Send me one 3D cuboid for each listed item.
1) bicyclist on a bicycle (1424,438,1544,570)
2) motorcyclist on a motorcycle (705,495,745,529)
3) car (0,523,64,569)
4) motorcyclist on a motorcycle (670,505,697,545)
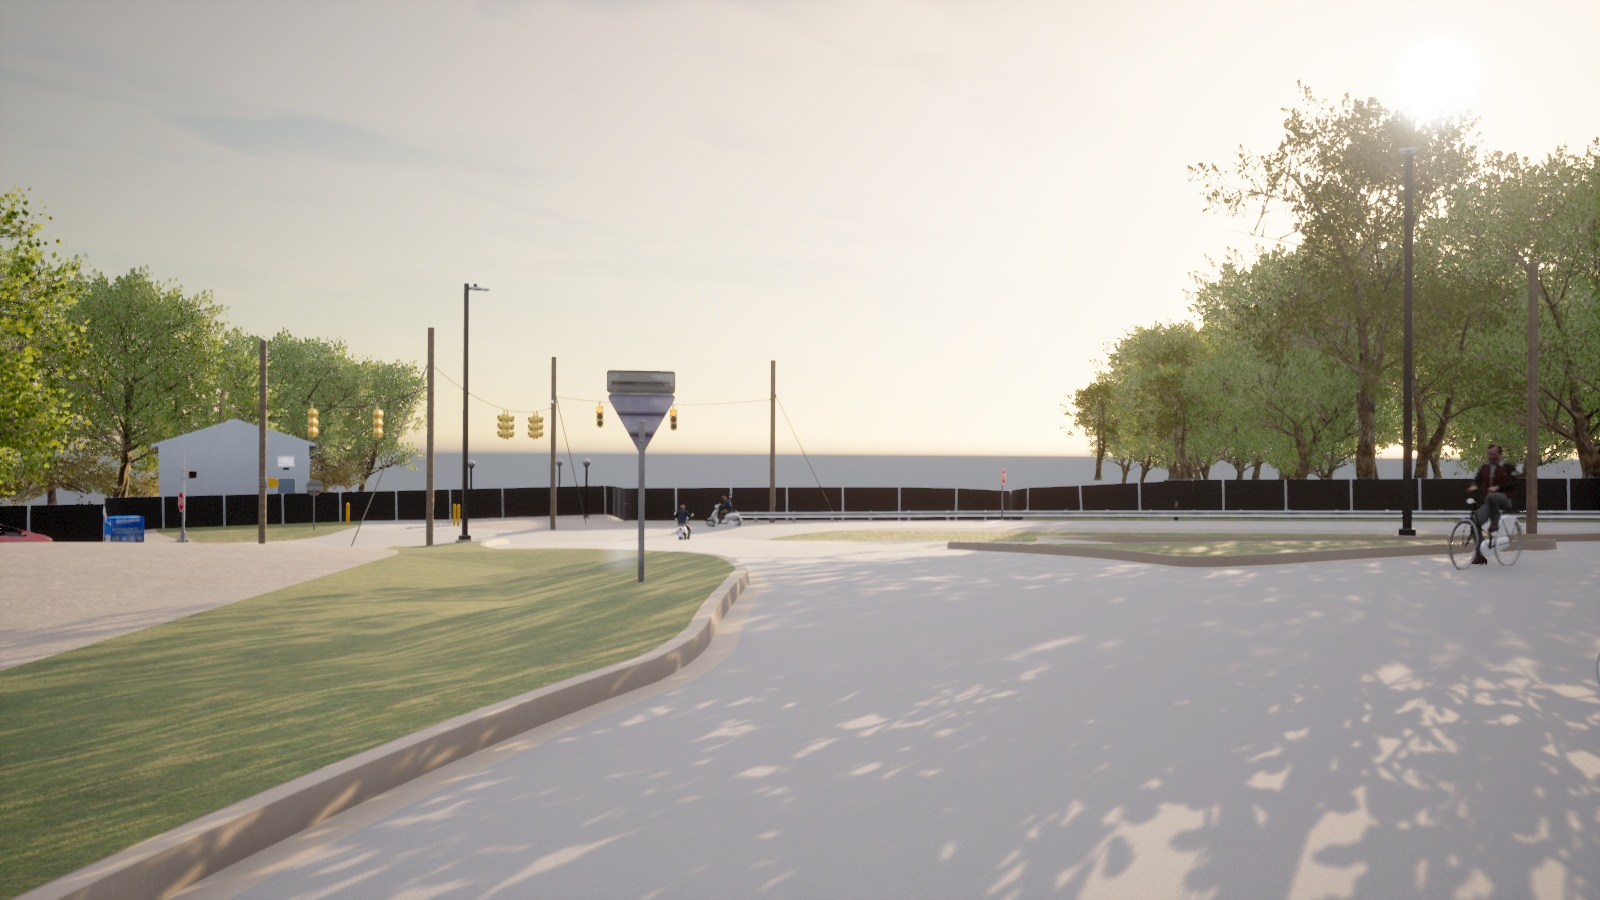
[{"bbox_3d":[9.628,0.725,17.666,1.843,1.776,0.659,0,0,-32],"label":"bicyclist on a bicycle"},{"bbox_3d":[-3.764,3.117,62.957,1.817,1.590,0.866,-3,0,4],"label":"motorcyclist on a motorcycle"},{"bbox_3d":[-30.204,3.605,46.636,2.007,1.525,4.514,0,-1,36],"label":"car"},{"bbox_3d":[-4.875,3.111,52.576,0.866,1.590,1.817,0,-1,2],"label":"motorcyclist on a motorcycle"}]
